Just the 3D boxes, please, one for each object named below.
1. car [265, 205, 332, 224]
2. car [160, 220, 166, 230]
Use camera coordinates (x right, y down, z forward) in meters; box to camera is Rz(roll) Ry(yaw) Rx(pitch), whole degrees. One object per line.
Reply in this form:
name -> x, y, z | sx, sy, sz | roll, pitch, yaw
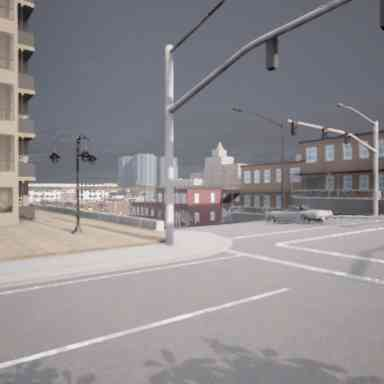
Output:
car -> 7.668, 1.667, 24.555 | 1.895, 1.301, 4.718 | 0, -4, -37
car -> -3.772, 3.481, 33.710 | 1.994, 1.385, 4.181 | 0, -12, -36
